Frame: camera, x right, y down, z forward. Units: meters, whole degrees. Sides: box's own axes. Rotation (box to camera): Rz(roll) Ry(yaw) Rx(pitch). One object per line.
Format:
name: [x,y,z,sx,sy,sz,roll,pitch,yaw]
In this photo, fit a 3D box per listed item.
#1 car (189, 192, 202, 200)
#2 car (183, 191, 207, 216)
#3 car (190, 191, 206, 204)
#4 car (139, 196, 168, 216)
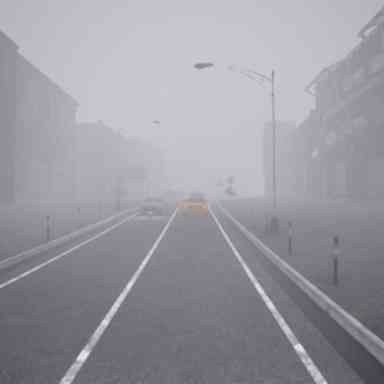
car: [0.726,0.706,66.732,1.837,1.490,4.892,-1,0,10]
car: [0.222,0.951,25.673,1.801,1.575,5.366,0,2,0]
car: [0.814,0.682,42.833,1.837,1.490,4.892,0,0,4]
car: [-2.962,1.027,26.535,2.033,1.411,5.357,0,2,1]
